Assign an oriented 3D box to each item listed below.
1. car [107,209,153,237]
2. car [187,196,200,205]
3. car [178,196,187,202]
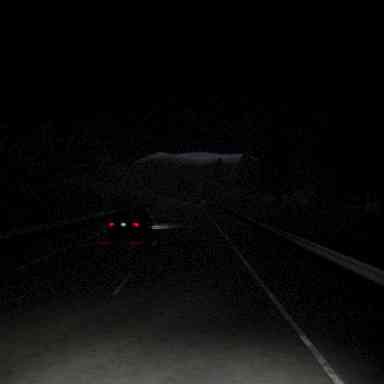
[{"bbox_3d":[-3.363,1.675,18.862,2.033,1.411,5.357,0,0,0],"label":"car"},{"bbox_3d":[0.614,1.850,72.612,2.097,1.767,4.553,0,0,-3],"label":"car"},{"bbox_3d":[-1.870,1.857,90.397,2.097,1.767,4.553,0,0,-5],"label":"car"}]
